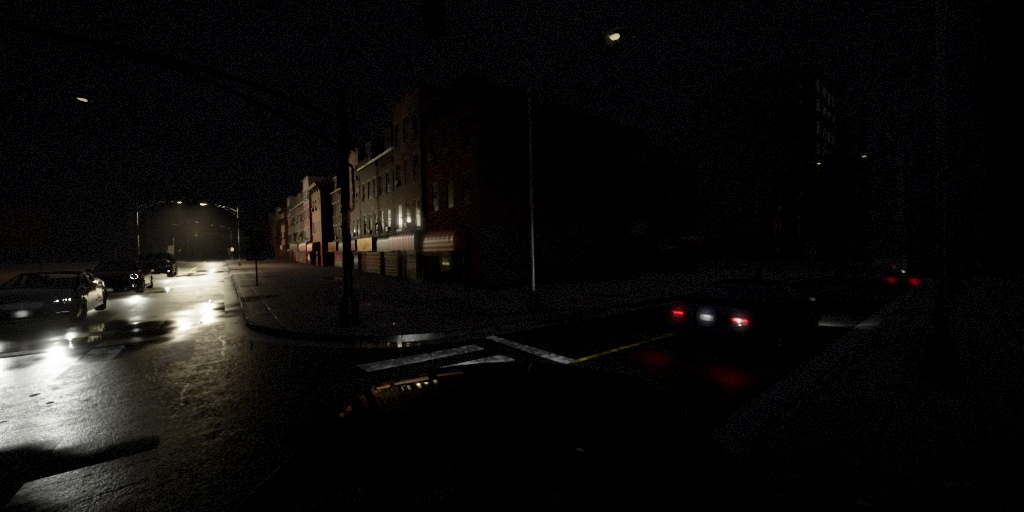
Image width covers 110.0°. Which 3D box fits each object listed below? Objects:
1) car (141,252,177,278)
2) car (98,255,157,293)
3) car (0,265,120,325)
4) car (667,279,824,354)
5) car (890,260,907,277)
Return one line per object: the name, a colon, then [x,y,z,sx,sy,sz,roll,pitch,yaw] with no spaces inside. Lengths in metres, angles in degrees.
car: [-28.776,0.727,28.998,2.150,2.045,5.566,-2,2,-39]
car: [-20.444,1.001,18.664,2.097,1.767,4.553,-2,2,-39]
car: [-14.526,1.241,11.320,2.128,1.511,4.902,-2,2,-40]
car: [5.872,1.268,8.767,5.357,1.411,2.033,0,0,-39]
car: [33.532,1.020,29.884,4.674,1.442,1.812,0,0,-28]
